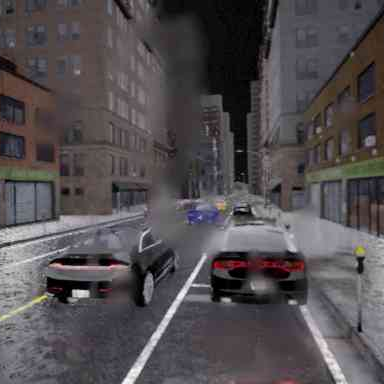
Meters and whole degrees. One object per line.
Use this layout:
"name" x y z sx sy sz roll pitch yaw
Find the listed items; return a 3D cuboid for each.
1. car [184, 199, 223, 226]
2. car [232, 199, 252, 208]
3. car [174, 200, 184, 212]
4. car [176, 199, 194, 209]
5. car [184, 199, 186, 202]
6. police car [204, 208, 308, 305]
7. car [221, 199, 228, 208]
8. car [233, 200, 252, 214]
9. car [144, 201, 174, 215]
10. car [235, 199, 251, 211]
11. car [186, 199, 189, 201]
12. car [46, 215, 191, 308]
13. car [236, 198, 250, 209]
"car" 0.951 1.571 24.205 1.882 1.535 5.008 -1 0 9
"car" 4.912 1.647 32.419 1.947 1.339 4.313 -2 0 9
"car" -2.668 1.776 39.165 1.947 1.339 4.313 -2 0 9
"car" -0.981 1.785 50.046 1.887 1.381 4.507 -2 0 9
"car" -1.824 1.776 44.606 2.008 1.369 4.403 -2 0 9
"police car" 1.558 1.441 8.326 1.930 1.638 5.238 -1 0 9
"car" 3.344 1.595 40.273 1.801 1.575 5.366 -1 0 9
"car" 5.755 1.641 37.859 1.887 1.381 4.507 -2 0 9
"car" -3.515 1.635 33.726 1.967 1.590 4.097 -2 0 9
"car" 6.599 1.656 43.299 1.887 1.381 4.507 -2 0 9
"car" 0.959 1.667 44.634 1.882 1.535 5.008 -1 -1 9
"car" -1.544 1.545 8.118 2.128 1.511 4.902 -1 0 9
"car" 7.443 1.672 48.739 1.887 1.381 4.507 -2 0 9
